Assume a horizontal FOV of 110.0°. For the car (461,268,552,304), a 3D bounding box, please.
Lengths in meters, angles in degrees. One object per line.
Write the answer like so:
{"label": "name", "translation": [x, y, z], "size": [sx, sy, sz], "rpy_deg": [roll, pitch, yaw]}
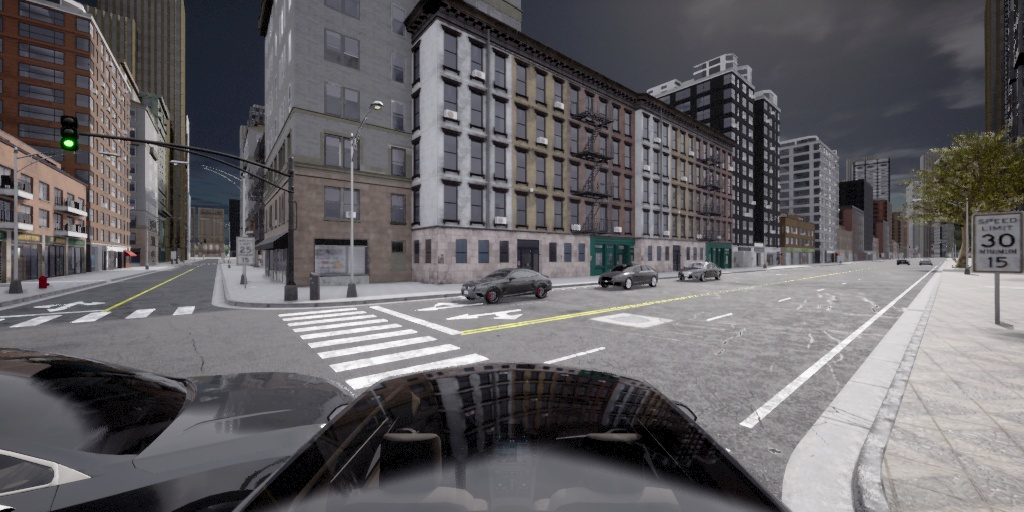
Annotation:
{"label": "car", "translation": [-0.140, 1.286, 16.686], "size": [4.674, 1.442, 1.812], "rpy_deg": [0, 0, -39]}

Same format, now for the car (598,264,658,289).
{"label": "car", "translation": [7.513, 1.257, 22.957], "size": [4.892, 1.490, 1.837], "rpy_deg": [0, 0, -39]}

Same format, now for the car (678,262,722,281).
{"label": "car", "translation": [15.484, 1.234, 29.476], "size": [4.902, 1.511, 2.128], "rpy_deg": [0, 0, -39]}

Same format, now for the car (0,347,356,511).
{"label": "car", "translation": [-3.233, 1.257, 1.695], "size": [4.892, 1.490, 1.837], "rpy_deg": [0, 0, -35]}
